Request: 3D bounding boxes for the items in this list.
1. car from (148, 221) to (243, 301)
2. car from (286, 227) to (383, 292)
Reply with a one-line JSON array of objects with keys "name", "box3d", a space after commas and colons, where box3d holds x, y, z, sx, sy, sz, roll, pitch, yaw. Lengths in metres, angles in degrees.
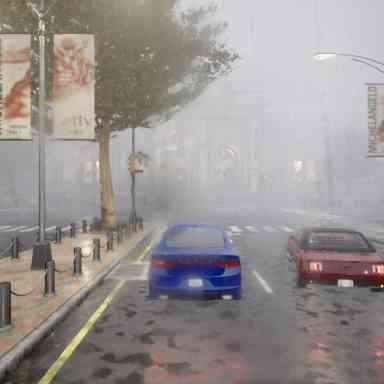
[{"name": "car", "box3d": [0.073, 1.478, 8.428, 1.882, 1.535, 5.008, 0, 0, 0]}, {"name": "car", "box3d": [3.679, 1.601, 9.054, 1.895, 1.301, 4.718, 0, 0, 13]}]
